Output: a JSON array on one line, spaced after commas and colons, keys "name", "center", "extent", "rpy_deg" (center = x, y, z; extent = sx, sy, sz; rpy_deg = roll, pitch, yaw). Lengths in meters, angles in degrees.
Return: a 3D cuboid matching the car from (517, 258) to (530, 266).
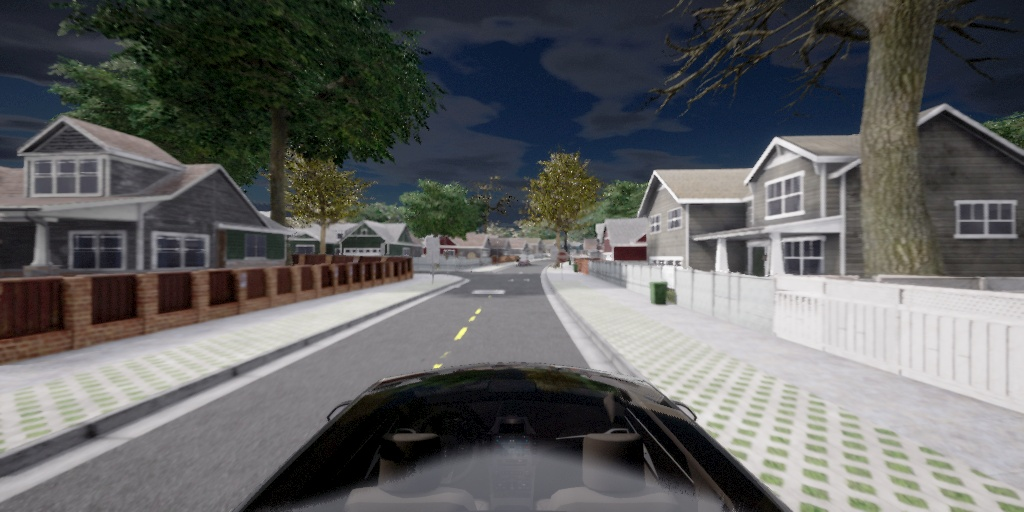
[{"name": "car", "center": [2.188, 1.065, 65.016], "extent": [1.812, 1.442, 4.674], "rpy_deg": [0, 1, 9]}]
